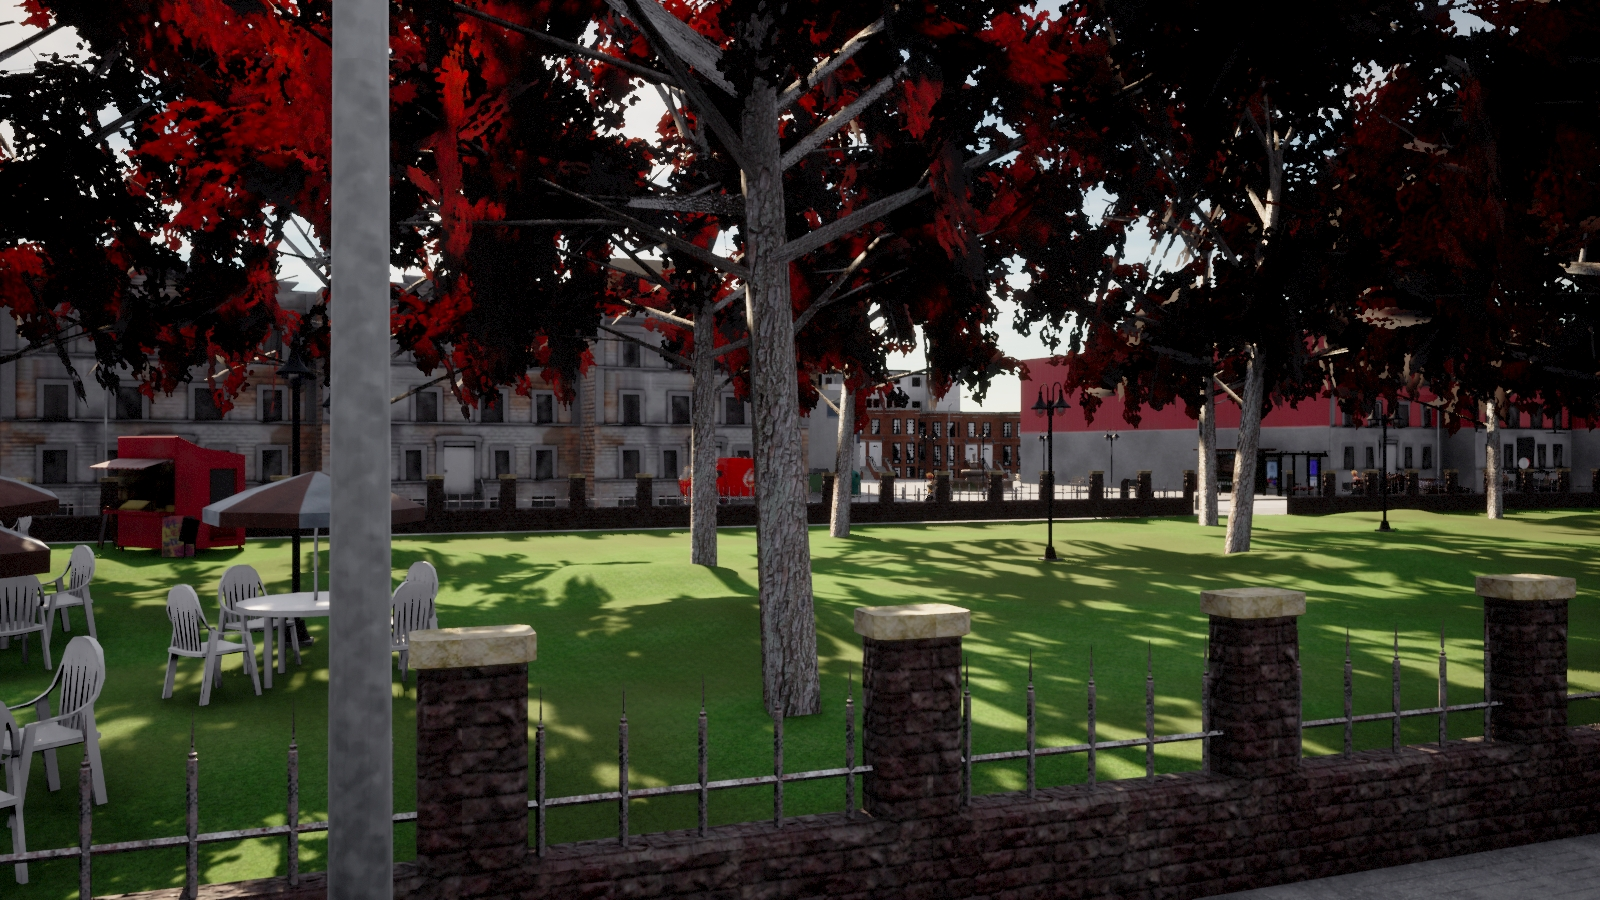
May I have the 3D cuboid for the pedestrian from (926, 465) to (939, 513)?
[{"bbox_3d":[5.201,1.531,44.797,0.375,1.860,0.375,0,0,-30],"label":"pedestrian"}]

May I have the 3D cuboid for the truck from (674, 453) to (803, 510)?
[{"bbox_3d":[-2.780,1.354,51.004,5.204,2.467,2.627,0,0,-20],"label":"truck"}]

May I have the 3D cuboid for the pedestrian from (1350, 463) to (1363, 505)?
[{"bbox_3d":[25.238,1.542,51.849,0.375,1.860,0.375,0,0,-20],"label":"pedestrian"}]

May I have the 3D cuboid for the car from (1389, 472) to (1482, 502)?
[{"bbox_3d":[33.338,1.936,59.915,4.181,1.385,1.994,-1,0,-20],"label":"car"}]

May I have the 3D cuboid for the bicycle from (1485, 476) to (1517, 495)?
[{"bbox_3d":[41.118,2.060,67.001,1.487,1.080,0.859,0,0,-20],"label":"bicycle"}]
